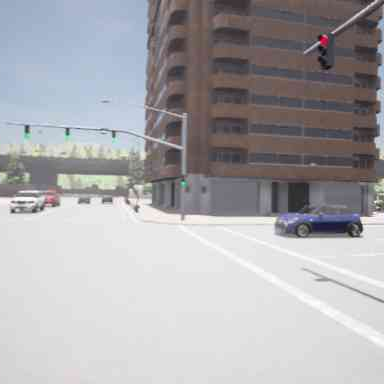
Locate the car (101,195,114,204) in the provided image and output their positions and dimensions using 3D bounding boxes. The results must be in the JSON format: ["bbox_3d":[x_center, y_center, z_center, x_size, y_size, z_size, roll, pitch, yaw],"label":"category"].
[{"bbox_3d":[-13.823,1.175,54.443,2.128,1.511,4.902,1,0,-14],"label":"car"}]

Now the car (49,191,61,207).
[{"bbox_3d":[-18.150,0.834,42.263,2.150,2.045,5.566,1,0,-13],"label":"car"}]

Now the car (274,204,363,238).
[{"bbox_3d":[6.792,1.465,18.064,4.553,1.767,2.097,1,0,-11],"label":"car"}]

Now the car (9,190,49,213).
[{"bbox_3d":[-15.749,0.889,32.123,2.150,2.045,5.566,1,0,-13],"label":"car"}]

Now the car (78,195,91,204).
[{"bbox_3d":[-16.854,1.175,52.211,2.033,1.411,5.357,1,0,-14],"label":"car"}]
